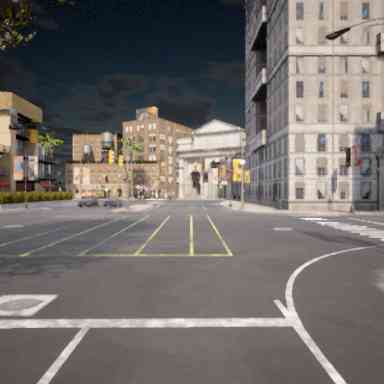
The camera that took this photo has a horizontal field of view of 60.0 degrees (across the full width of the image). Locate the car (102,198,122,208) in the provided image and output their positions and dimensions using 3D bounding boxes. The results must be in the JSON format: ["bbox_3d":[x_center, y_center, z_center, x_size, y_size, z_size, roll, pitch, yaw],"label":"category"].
[{"bbox_3d":[-11.601,1.547,48.847,2.033,1.411,5.357,0,0,0],"label":"car"}]

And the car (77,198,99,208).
[{"bbox_3d":[-15.102,1.547,48.831,2.033,1.411,5.357,0,0,0],"label":"car"}]
